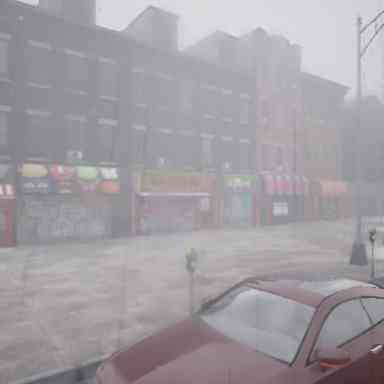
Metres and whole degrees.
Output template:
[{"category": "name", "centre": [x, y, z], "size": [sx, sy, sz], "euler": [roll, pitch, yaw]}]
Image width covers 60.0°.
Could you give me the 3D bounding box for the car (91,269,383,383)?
[{"category": "car", "centre": [1.047, 1.594, 3.557], "size": [4.206, 1.307, 1.802], "euler": [0, 0, -36]}]
